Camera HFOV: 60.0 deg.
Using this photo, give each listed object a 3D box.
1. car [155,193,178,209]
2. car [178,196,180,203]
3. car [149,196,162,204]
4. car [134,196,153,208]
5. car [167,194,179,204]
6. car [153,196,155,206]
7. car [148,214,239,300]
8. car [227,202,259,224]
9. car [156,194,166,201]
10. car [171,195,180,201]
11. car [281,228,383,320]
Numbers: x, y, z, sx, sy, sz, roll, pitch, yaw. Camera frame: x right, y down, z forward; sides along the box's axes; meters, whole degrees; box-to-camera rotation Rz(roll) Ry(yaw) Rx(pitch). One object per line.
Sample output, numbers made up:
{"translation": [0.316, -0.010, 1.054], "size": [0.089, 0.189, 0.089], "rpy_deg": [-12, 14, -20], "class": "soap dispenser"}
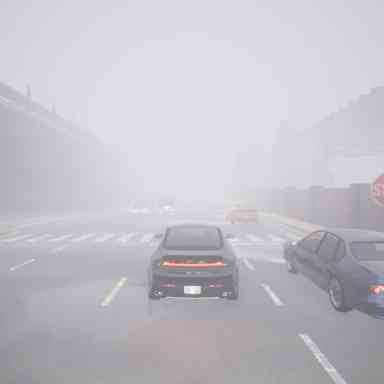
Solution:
{"translation": [-3.498, 1.221, 46.815], "size": [2.150, 2.045, 5.566], "rpy_deg": [0, 0, -1], "class": "car"}
{"translation": [-3.663, 1.491, 56.694], "size": [2.128, 1.511, 4.902], "rpy_deg": [0, 0, -1], "class": "car"}
{"translation": [-7.272, 1.547, 66.852], "size": [2.033, 1.411, 5.357], "rpy_deg": [0, 0, -1], "class": "car"}
{"translation": [-7.007, 1.601, 46.880], "size": [1.895, 1.301, 4.718], "rpy_deg": [0, 0, -1], "class": "car"}
{"translation": [-3.778, 1.352, 66.732], "size": [2.097, 1.767, 4.553], "rpy_deg": [0, 0, -1], "class": "car"}
{"translation": [-7.156, 1.477, 56.257], "size": [1.882, 1.535, 5.008], "rpy_deg": [0, 0, -1], "class": "car"}
{"translation": [0.059, 1.505, 8.379], "size": [1.837, 1.490, 4.892], "rpy_deg": [0, 0, 1], "class": "car"}
{"translation": [3.710, 1.477, 24.898], "size": [1.882, 1.535, 5.008], "rpy_deg": [0, 0, 1], "class": "car"}
{"translation": [-7.487, 1.313, 80.639], "size": [1.882, 1.535, 5.008], "rpy_deg": [0, 0, -1], "class": "car"}
{"translation": [-3.982, 1.450, 80.410], "size": [1.895, 1.301, 4.718], "rpy_deg": [0, 0, -1], "class": "car"}
{"translation": [3.604, 1.547, 7.622], "size": [2.033, 1.411, 5.357], "rpy_deg": [0, 0, 0], "class": "car"}
